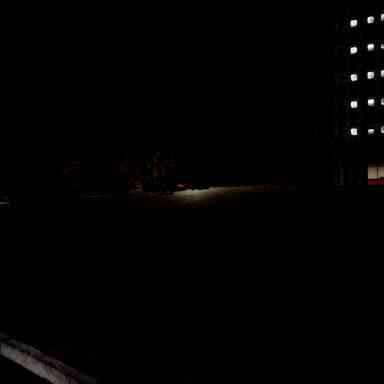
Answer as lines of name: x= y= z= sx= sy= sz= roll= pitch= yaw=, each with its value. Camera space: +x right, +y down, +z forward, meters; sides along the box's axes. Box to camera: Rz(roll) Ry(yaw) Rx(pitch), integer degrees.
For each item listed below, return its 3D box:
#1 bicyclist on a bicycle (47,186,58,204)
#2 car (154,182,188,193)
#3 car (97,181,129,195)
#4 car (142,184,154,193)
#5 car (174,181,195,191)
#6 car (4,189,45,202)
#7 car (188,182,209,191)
bicyclist on a bicycle: x=-12.699 y=0.252 z=30.290 sx=1.656 sy=1.620 sz=0.582 roll=-1 pitch=2 yaw=33
car: x=-3.281 y=-0.592 z=53.757 sx=2.033 sy=1.411 sz=5.357 roll=0 pitch=2 yaw=30
car: x=-12.211 y=-0.626 z=51.670 sx=2.150 sy=2.045 sz=5.566 roll=0 pitch=4 yaw=31
car: x=-6.059 y=-0.584 z=55.445 sx=2.033 sy=1.411 sz=5.357 roll=0 pitch=2 yaw=30
car: x=-1.379 y=-1.200 z=63.769 sx=2.097 sy=1.767 sz=4.553 roll=0 pitch=2 yaw=29
car: x=-19.775 y=0.338 z=39.452 sx=1.812 sy=1.442 sz=4.674 roll=0 pitch=2 yaw=32
car: x=1.498 y=-0.965 z=62.255 sx=1.895 sy=1.301 sz=4.718 roll=0 pitch=2 yaw=29
